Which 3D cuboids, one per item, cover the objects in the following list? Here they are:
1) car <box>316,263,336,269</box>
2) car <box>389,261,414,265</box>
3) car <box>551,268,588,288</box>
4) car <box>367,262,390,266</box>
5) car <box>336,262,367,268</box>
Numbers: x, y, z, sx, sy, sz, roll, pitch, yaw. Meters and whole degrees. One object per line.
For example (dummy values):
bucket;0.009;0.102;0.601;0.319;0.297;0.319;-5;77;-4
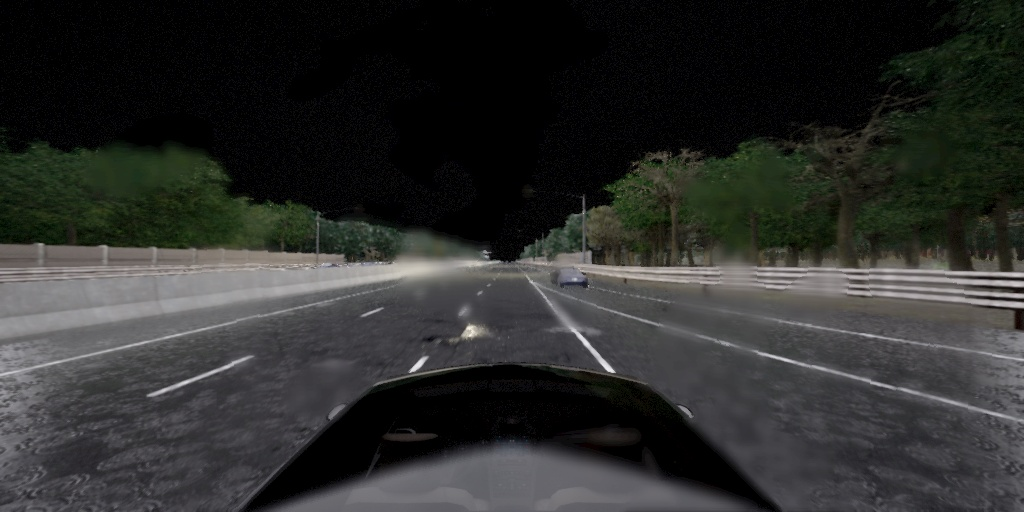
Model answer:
car;-28.031;1.796;54.696;1.812;1.442;4.674;0;-1;1
car;-17.518;1.900;57.524;1.895;1.301;4.718;0;-1;0
car;4.092;1.552;26.057;1.994;1.385;4.181;0;-1;-4
car;-21.024;1.785;56.888;2.128;1.511;4.902;0;-1;1
car;-24.528;1.874;54.947;1.895;1.301;4.718;0;-1;1
